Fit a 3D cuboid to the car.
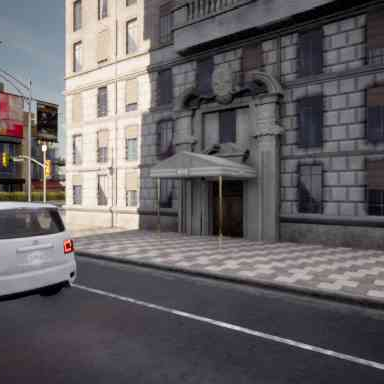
[{"bbox_3d":[-4.924,1.221,7.395,5.566,2.045,2.150,0,0,35],"label":"car"}]
